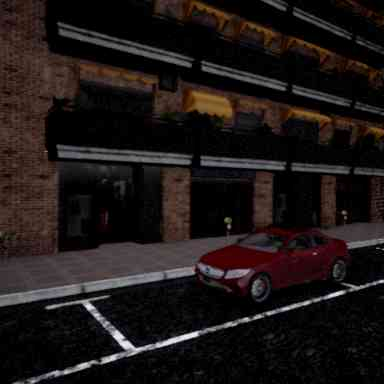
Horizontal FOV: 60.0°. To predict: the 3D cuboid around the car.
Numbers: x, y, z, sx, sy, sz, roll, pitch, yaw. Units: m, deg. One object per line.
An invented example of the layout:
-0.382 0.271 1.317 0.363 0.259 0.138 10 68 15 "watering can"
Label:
2.053 1.504 7.840 4.206 1.307 1.802 0 1 -33 "car"
